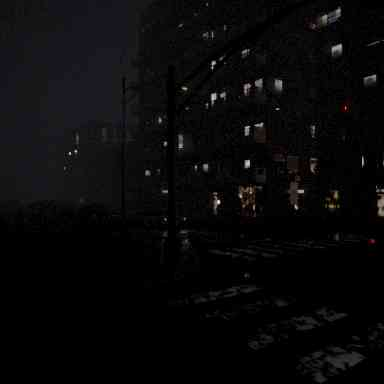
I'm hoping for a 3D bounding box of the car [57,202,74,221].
[{"bbox_3d":[-10.668,1.934,30.669,1.752,1.417,4.829,-1,0,-35],"label":"car"}]

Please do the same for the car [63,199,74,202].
[{"bbox_3d":[-23.382,2.160,62.086,2.192,1.841,5.009,-1,0,-35],"label":"car"}]

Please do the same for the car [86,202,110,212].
[{"bbox_3d":[-13.765,2.192,48.596,1.947,1.339,4.313,-1,0,-35],"label":"car"}]

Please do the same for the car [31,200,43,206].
[{"bbox_3d":[-39.398,2.774,84.568,1.947,1.339,4.313,-1,0,-35],"label":"car"}]

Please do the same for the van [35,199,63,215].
[{"bbox_3d":[-17.183,1.900,39.807,1.690,1.788,3.998,-1,0,-35],"label":"van"}]

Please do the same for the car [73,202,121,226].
[{"bbox_3d":[-7.563,1.777,26.308,1.967,1.590,4.097,-1,0,-35],"label":"car"}]

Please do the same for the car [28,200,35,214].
[{"bbox_3d":[-20.387,2.073,44.306,1.967,1.590,4.097,-1,0,-35],"label":"car"}]

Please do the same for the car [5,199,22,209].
[{"bbox_3d":[-33.212,2.365,62.304,1.967,1.590,4.097,-1,0,-35],"label":"car"}]

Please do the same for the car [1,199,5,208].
[{"bbox_3d":[-36.416,2.542,66.803,1.887,1.381,4.507,-1,0,-35],"label":"car"}]

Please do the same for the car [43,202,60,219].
[{"bbox_3d":[-13.973,2.036,35.306,2.008,1.369,4.403,-1,0,-35],"label":"car"}]

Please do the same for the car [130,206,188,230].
[{"bbox_3d":[-2.290,1.863,23.348,1.895,1.301,4.718,0,-1,-35],"label":"car"}]

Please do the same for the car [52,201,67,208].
[{"bbox_3d":[-26.582,2.462,66.582,1.887,1.381,4.507,-1,0,-35],"label":"car"}]

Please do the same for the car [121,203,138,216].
[{"bbox_3d":[-7.457,2.006,39.741,1.752,1.417,4.829,-1,0,-35],"label":"car"}]

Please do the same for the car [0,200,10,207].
[{"bbox_3d":[-42.730,2.666,75.663,1.752,1.417,4.829,-1,0,-35],"label":"car"}]

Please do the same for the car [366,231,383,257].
[{"bbox_3d":[7.826,1.573,9.152,2.033,1.411,5.357,0,-1,-35],"label":"car"}]
